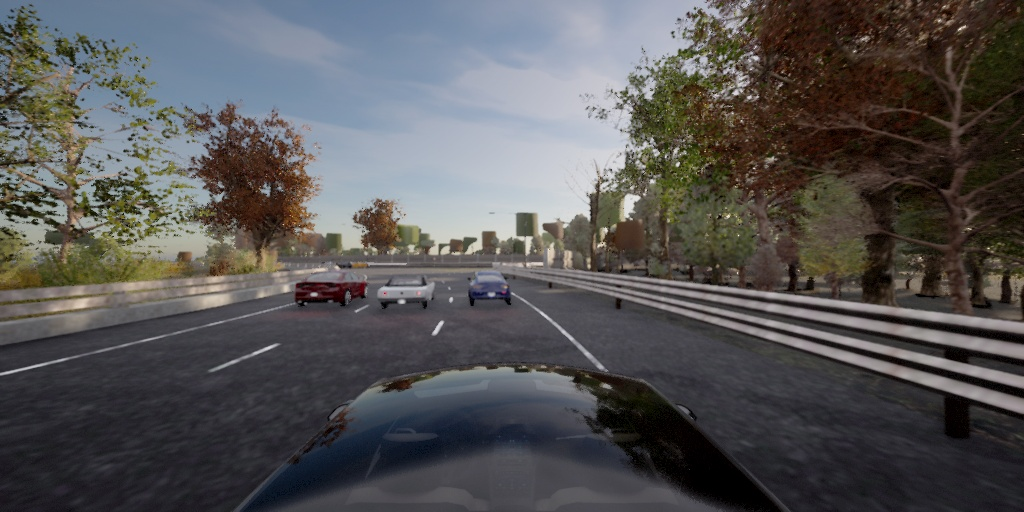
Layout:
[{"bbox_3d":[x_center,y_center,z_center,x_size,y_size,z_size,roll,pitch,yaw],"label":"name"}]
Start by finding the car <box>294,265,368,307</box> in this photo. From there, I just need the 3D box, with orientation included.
[{"bbox_3d":[-8.141,1.390,16.606,1.882,1.535,5.008,0,0,-8],"label":"car"}]

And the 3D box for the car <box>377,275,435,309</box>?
[{"bbox_3d":[-4.530,1.504,16.036,1.895,1.301,4.718,0,-1,-8],"label":"car"}]

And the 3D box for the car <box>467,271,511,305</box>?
[{"bbox_3d":[-1.145,1.436,17.102,1.812,1.442,4.674,0,0,-8],"label":"car"}]
